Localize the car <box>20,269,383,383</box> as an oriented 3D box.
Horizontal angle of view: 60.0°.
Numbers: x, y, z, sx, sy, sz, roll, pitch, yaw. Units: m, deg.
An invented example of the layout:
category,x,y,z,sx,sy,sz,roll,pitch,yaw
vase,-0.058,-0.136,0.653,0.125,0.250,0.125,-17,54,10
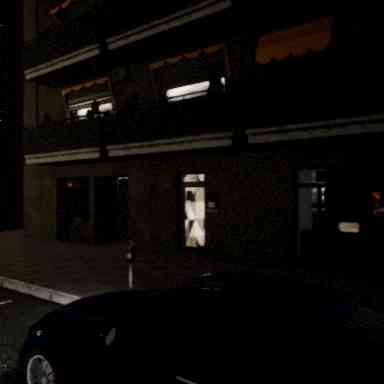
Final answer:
category,x,y,z,sx,sy,sz,roll,pitch,yaw
car,0.241,1.540,3.255,4.674,1.442,1.812,-1,0,35
